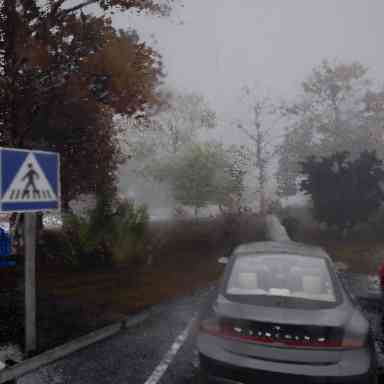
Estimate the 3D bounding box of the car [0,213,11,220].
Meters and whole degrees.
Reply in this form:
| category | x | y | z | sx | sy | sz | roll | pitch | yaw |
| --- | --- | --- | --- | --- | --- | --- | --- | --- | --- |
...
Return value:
| category | x | y | z | sx | sy | sz | roll | pitch | yaw |
| --- | --- | --- | --- | --- | --- | --- | --- | --- | --- |
| car | -27.053 | 3.245 | 46.303 | 5.008 | 1.535 | 1.882 | -4 | -2 | 40 |

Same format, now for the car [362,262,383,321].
| category | x | y | z | sx | sy | sz | roll | pitch | yaw |
| --- | --- | --- | --- | --- | --- | --- | --- | --- | --- |
| car | 3.787 | 1.232 | 3.460 | 2.435 | 2.045 | 5.566 | 0 | -1 | 15 |

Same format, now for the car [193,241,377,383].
| category | x | y | z | sx | sy | sz | roll | pitch | yaw |
| --- | --- | --- | --- | --- | --- | --- | --- | --- | --- |
| car | 1.356 | 1.506 | 5.147 | 2.231 | 1.521 | 4.892 | 0 | -1 | 15 |
